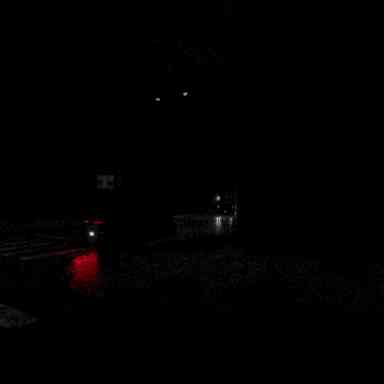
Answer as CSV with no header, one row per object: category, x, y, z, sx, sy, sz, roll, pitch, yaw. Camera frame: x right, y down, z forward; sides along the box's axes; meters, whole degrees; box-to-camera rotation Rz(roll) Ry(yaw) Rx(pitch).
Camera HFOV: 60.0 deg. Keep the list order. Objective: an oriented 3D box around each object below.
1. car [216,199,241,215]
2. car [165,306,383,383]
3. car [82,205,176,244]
car,4.072,1.316,29.858,1.895,1.301,4.718,1,1,35
car,2.050,1.326,1.345,5.009,1.841,2.192,1,1,35
car,-2.589,1.331,14.889,1.837,1.490,4.892,0,0,32
